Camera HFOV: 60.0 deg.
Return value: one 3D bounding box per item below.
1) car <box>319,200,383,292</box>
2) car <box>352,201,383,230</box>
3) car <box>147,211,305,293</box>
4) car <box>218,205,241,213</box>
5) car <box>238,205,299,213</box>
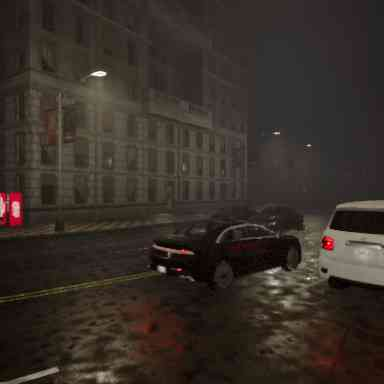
[{"bbox_3d":[5.145,1.219,8.078,5.566,2.045,2.150,0,0,-44],"label":"car"},{"bbox_3d":[12.314,1.467,22.305,1.882,1.535,5.008,0,0,37],"label":"car"},{"bbox_3d":[1.117,1.487,8.993,4.902,1.511,2.128,0,0,-42],"label":"car"},{"bbox_3d":[2.930,1.551,21.567,1.994,1.385,4.181,0,0,38],"label":"car"},{"bbox_3d":[4.636,1.515,18.113,1.812,1.442,4.674,0,0,39],"label":"car"}]
